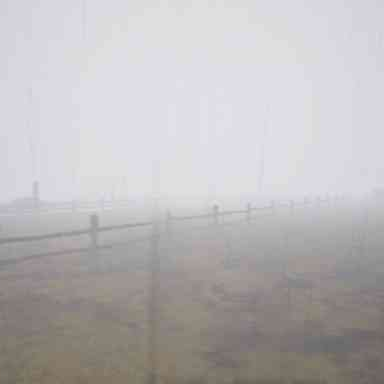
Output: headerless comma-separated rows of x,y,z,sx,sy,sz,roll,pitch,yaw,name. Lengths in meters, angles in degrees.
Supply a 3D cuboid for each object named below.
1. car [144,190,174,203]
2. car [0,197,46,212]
-5.096,0.731,52.570,2.150,2.045,5.566,1,1,36,car
-17.915,1.273,34.900,1.837,1.490,4.892,1,1,36,car
